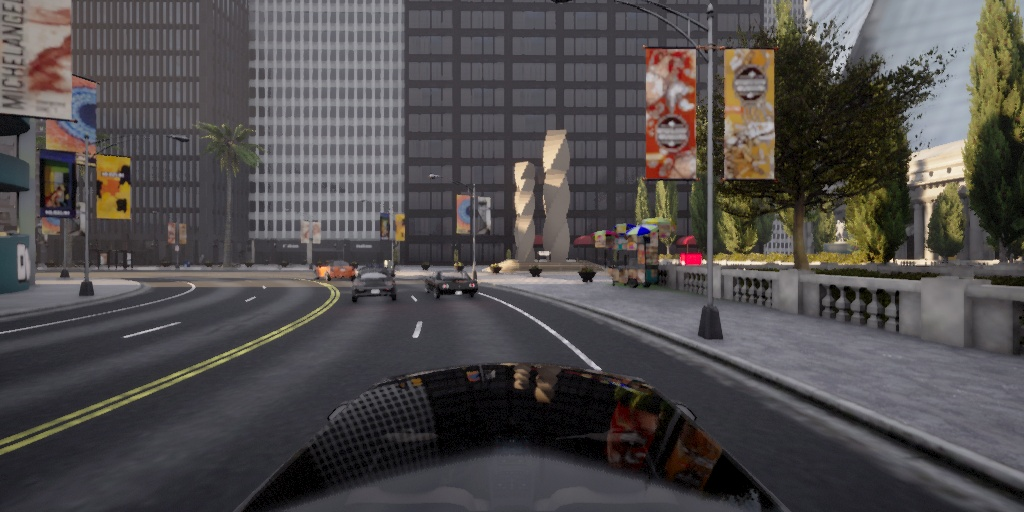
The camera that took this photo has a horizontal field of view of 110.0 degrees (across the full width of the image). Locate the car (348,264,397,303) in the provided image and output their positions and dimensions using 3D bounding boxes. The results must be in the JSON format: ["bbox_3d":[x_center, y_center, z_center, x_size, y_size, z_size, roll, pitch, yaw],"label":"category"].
[{"bbox_3d":[-6.445,1.280,16.791,1.812,1.442,4.674,0,0,-22],"label":"car"}]

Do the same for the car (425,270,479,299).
[{"bbox_3d":[-3.207,1.363,18.119,1.895,1.301,4.718,0,0,-22],"label":"car"}]

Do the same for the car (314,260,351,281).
[{"bbox_3d":[-14.839,1.113,29.871,2.097,1.767,4.553,0,0,-44],"label":"car"}]
